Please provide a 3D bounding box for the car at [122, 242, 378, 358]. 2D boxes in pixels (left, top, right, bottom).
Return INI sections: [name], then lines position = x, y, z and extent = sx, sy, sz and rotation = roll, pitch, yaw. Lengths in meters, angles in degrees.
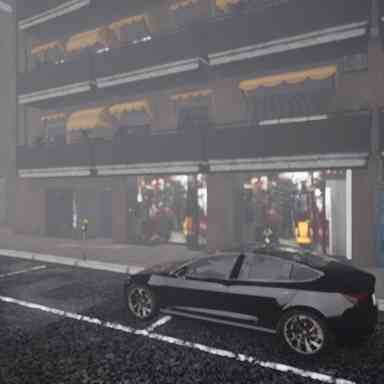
[car]
position = 0.801, 1.565, 5.799
extent = 4.313, 1.339, 1.947
rotation = 0, 0, 28
